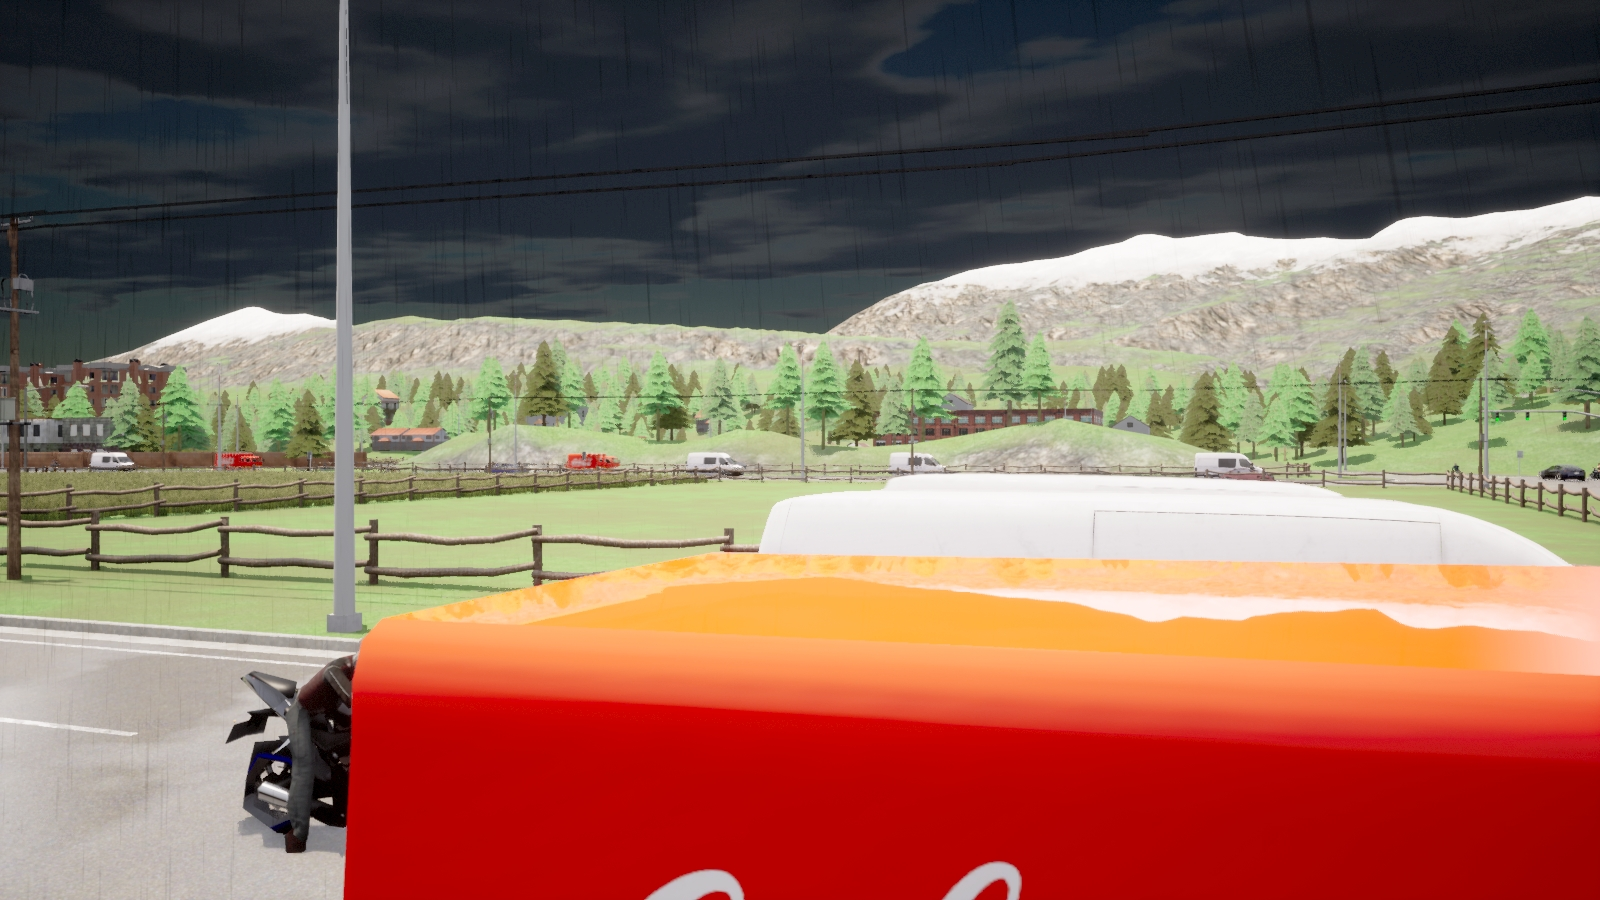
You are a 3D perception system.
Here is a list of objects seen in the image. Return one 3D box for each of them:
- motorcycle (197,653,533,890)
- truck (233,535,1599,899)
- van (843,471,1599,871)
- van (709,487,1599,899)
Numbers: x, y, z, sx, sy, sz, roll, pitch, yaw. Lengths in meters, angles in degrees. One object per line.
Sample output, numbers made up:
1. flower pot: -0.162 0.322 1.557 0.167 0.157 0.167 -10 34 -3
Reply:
1. motorcycle: -3.100 2.209 8.150 2.209 1.251 0.867 0 0 20
2. truck: 1.692 1.575 2.753 5.204 2.467 2.627 -1 0 21
3. van: 3.499 1.531 9.470 5.915 2.561 1.988 1 0 20
4. van: 2.633 1.535 6.060 5.915 2.561 1.988 0 0 20
